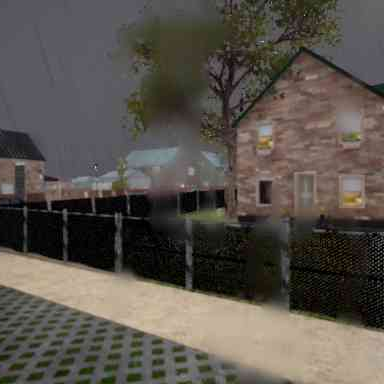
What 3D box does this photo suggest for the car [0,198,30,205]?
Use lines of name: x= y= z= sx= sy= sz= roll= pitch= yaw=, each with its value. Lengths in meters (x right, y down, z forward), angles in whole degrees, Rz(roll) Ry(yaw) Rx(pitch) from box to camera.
car: x=-11.996 y=1.121 z=21.104 sx=2.033 sy=1.411 sz=5.357 roll=-1 pitch=2 yaw=35

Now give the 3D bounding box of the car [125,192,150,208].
car: x=-5.155 y=0.699 z=30.629 sx=2.033 sy=1.411 sz=5.357 roll=-1 pitch=2 yaw=36

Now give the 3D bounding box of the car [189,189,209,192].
car: x=1.088 y=0.386 z=34.261 sx=2.128 sy=1.511 sz=4.902 roll=-1 pitch=2 yaw=36
